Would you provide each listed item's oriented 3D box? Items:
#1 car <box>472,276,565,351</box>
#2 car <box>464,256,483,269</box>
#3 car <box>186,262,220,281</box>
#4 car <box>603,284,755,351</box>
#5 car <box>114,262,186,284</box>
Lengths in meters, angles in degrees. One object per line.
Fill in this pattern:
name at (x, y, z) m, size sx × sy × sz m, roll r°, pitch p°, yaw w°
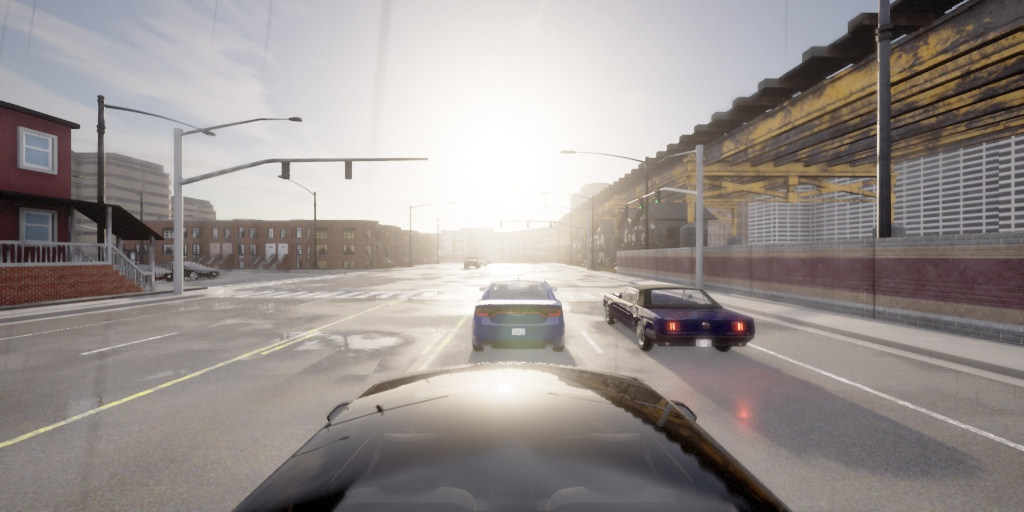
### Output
car at (0.157, 1.228, 9.003) m, size 1.882 × 1.535 × 5.008 m, roll 0°, pitch 0°, yaw 1°
car at (-6.362, 0.972, 57.612) m, size 2.150 × 2.045 × 5.566 m, roll 0°, pitch 0°, yaw 1°
car at (-27.233, 1.254, 29.938) m, size 4.892 × 1.490 × 1.837 m, roll 0°, pitch 0°, yaw 1°
car at (3.656, 1.351, 8.964) m, size 1.895 × 1.301 × 4.718 m, roll 0°, pitch 0°, yaw 1°
car at (-27.237, 1.314, 26.434) m, size 4.181 × 1.385 × 1.994 m, roll 0°, pitch 0°, yaw 1°
